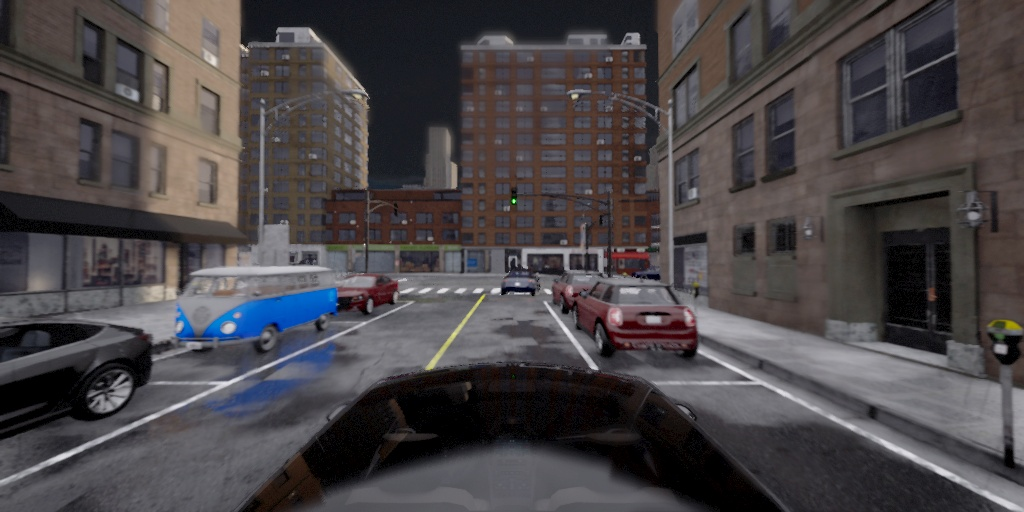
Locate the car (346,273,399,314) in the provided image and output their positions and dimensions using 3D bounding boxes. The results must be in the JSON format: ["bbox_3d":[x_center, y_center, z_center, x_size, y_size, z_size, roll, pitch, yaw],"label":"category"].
[{"bbox_3d":[-5.863,1.385,14.183,1.888,1.381,4.507,0,0,0],"label":"car"}]

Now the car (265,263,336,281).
[{"bbox_3d":[-17.809,1.317,30.339,4.892,1.490,1.837,0,-1,0],"label":"car"}]

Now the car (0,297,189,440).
[{"bbox_3d":[-5.857,1.326,3.219,1.948,1.339,4.313,0,0,0],"label":"car"}]

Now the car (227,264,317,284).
[{"bbox_3d":[-18.007,1.303,27.089,5.357,1.411,2.033,0,-1,0],"label":"car"}]

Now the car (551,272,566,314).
[{"bbox_3d":[2.662,1.281,14.187,1.967,1.591,4.097,0,0,0],"label":"car"}]

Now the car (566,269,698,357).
[{"bbox_3d":[2.665,1.241,8.705,1.967,1.591,4.097,0,0,0],"label":"car"}]

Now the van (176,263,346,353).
[{"bbox_3d":[-5.860,1.141,8.701,1.690,1.789,3.998,0,0,0],"label":"van"}]

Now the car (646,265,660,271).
[{"bbox_3d":[13.581,1.715,33.607,4.718,1.301,1.895,0,-1,0],"label":"car"}]

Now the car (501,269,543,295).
[{"bbox_3d":[0.631,1.439,21.030,1.994,1.385,4.181,0,0,10],"label":"car"}]
